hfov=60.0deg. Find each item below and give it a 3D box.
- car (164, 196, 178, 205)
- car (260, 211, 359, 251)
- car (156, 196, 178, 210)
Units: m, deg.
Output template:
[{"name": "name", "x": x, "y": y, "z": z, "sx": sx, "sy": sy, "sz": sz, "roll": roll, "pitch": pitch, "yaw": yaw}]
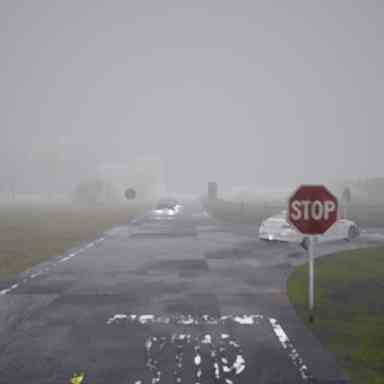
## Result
[{"name": "car", "x": -3.143, "y": 1.293, "z": 51.549, "sx": 1.895, "sy": 1.301, "sz": 4.718, "roll": 0, "pitch": 0, "yaw": 0}, {"name": "car", "x": 4.673, "y": 1.343, "z": 13.170, "sx": 4.674, "sy": 1.442, "sz": 1.812, "roll": -1, "pitch": -1, "yaw": -36}, {"name": "car", "x": -3.020, "y": 1.327, "z": 38.236, "sx": 1.994, "sy": 1.385, "sz": 4.181, "roll": 0, "pitch": 0, "yaw": 0}]
